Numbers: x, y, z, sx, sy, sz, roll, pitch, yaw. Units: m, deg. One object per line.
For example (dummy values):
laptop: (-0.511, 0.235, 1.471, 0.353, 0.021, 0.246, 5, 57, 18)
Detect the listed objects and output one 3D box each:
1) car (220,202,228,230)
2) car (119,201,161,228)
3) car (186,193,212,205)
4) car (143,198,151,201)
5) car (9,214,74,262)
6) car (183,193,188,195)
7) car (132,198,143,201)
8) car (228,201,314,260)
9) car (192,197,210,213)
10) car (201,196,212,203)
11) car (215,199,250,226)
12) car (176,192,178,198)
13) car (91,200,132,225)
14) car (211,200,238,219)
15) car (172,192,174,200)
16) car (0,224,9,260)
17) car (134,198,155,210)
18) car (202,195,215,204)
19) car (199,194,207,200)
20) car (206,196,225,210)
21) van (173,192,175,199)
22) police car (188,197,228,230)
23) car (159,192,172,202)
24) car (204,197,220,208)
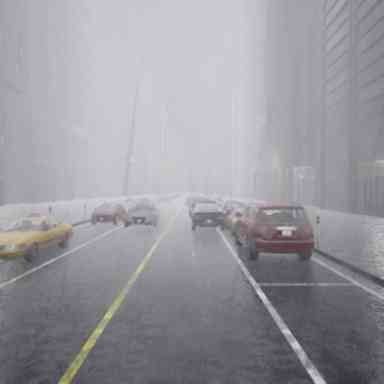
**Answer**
car: (2.770, 1.461, 17.928, 1.752, 1.417, 4.829, 0, 0, 0)
car: (-3.090, 1.487, 21.411, 1.994, 1.385, 4.181, 0, 0, 0)
car: (0.779, 1.247, 30.243, 2.097, 1.767, 4.553, 0, 0, -1)
car: (-5.748, 1.425, 34.789, 1.887, 1.381, 4.507, 0, 0, 0)
car: (-5.757, 1.482, 11.910, 1.752, 1.417, 4.829, 0, 0, 0)
car: (0.023, 1.313, 55.024, 2.128, 1.511, 4.902, 0, 0, 0)
car: (-5.751, 1.424, 28.943, 1.752, 1.417, 4.829, 0, 0, 0)
car: (2.768, 1.271, 12.079, 2.192, 1.841, 5.009, 0, 0, 0)
car: (0.915, 1.331, 36.478, 1.801, 1.575, 5.366, 0, 0, 0)
car: (2.788, 1.364, 63.179, 1.947, 1.339, 4.313, 0, 0, 0)
car: (2.772, 1.357, 23.436, 1.967, 1.590, 4.097, 0, 0, 0)
car: (-5.726, 1.035, 91.563, 2.192, 1.841, 5.009, 0, 0, 0)
car: (-5.753, 1.461, 23.435, 1.887, 1.381, 4.507, 0, 0, 0)
car: (2.774, 1.443, 29.114, 1.887, 1.381, 4.507, 0, 0, 0)
car: (-5.733, 1.317, 74.531, 2.008, 1.369, 4.403, 0, 0, 0)
car: (-5.759, 1.542, 6.403, 1.947, 1.339, 4.313, 0, 0, 0)
car: (-5.746, 1.429, 40.467, 1.947, 1.339, 4.313, 0, 0, 0)
car: (2.785, 1.255, 57.501, 1.967, 1.590, 4.097, 0, 0, 0)
car: (2.797, 1.317, 85.890, 1.802, 1.307, 4.206, 0, 0, 0)
car: (2.779, 1.304, 40.468, 1.967, 1.590, 4.097, 0, 0, 0)
van: (-5.731, 1.092, 80.208, 1.690, 1.788, 3.998, 0, 0, 0)
police car: (0.909, 1.353, 20.398, 1.930, 1.638, 5.238, 0, 0, 0)
car: (-5.735, 1.222, 68.853, 1.967, 1.590, 4.097, 0, 0, 0)
car: (2.781, 1.413, 46.146, 1.947, 1.339, 4.313, 0, 0, 0)
